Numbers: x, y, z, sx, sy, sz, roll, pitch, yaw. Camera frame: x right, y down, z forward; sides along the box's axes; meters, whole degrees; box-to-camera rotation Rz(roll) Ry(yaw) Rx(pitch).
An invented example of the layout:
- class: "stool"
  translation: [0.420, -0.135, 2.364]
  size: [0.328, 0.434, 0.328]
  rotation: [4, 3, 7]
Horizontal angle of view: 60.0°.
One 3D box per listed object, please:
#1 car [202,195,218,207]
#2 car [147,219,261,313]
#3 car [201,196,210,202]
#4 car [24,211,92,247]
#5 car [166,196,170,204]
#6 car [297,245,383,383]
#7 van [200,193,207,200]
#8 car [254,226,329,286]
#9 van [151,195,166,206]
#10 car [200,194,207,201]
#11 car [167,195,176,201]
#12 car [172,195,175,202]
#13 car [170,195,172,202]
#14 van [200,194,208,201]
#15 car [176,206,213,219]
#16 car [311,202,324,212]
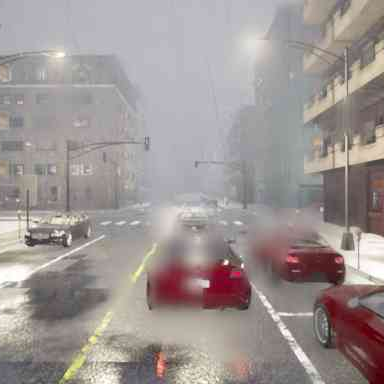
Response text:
- class: "car"
  translation: [2.978, 1.546, 51.179]
  size: [2.008, 1.369, 4.403]
  rotation: [1, 0, 0]
- class: "car"
  translation: [0.108, 1.564, 7.779]
  size: [1.994, 1.385, 4.181]
  rotation: [0, 0, -1]
- class: "car"
  translation: [3.033, 1.572, 75.437]
  size: [1.802, 1.307, 4.206]
  rotation: [1, 0, 0]
- class: "car"
  translation: [-5.766, 1.551, 14.798]
  size: [2.008, 1.369, 4.403]
  rotation: [1, 0, 0]
- class: "car"
  translation: [-5.460, 1.560, 58.505]
  size: [1.947, 1.339, 4.313]
  rotation: [1, 0, 0]
- class: "car"
  translation: [2.669, 1.582, 3.386]
  size: [1.802, 1.307, 4.206]
  rotation: [1, 0, 0]
- class: "van"
  translation: [3.150, 1.328, 92.447]
  size: [1.690, 1.788, 3.998]
  rotation: [1, 0, 0]
- class: "car"
  translation: [2.670, 1.582, 9.056]
  size: [1.802, 1.307, 4.206]
  rotation: [1, 0, 0]
- class: "van"
  translation: [-5.570, 1.337, 52.843]
  size: [1.690, 1.788, 3.998]
  rotation: [1, 0, 0]
- class: "car"
  translation: [2.995, 1.542, 69.767]
  size: [2.008, 1.369, 4.403]
  rotation: [1, 0, 0]
- class: "car"
  translation: [-5.271, 1.534, 86.858]
  size: [1.887, 1.381, 4.507]
  rotation: [1, 0, 0]
- class: "car"
  translation: [-5.347, 1.557, 75.518]
  size: [1.947, 1.339, 4.313]
  rotation: [1, 0, 0]
- class: "car"
  translation: [-5.420, 1.433, 64.176]
  size: [1.967, 1.590, 4.097]
  rotation: [1, 0, 0]
- class: "van"
  translation: [3.112, 1.329, 86.777]
  size: [1.690, 1.788, 3.998]
  rotation: [1, 0, 0]
- class: "car"
  translation: [0.107, 1.601, 16.596]
  size: [1.895, 1.301, 4.718]
  rotation: [0, 0, 0]
- class: "car"
  translation: [15.558, 1.509, 36.948]
  size: [4.507, 1.381, 1.887]
  rotation: [0, -1, 1]
